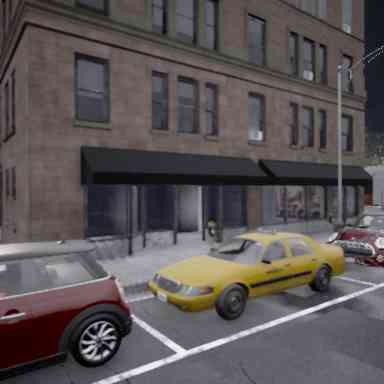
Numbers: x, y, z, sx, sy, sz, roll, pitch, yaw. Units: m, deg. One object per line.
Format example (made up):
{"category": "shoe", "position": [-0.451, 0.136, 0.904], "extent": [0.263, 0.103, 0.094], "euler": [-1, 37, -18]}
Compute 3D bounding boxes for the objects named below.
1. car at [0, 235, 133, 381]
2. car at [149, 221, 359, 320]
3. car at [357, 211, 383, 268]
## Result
{"category": "car", "position": [-2.914, 1.442, 4.107], "extent": [4.097, 1.590, 1.967], "euler": [-1, 0, -35]}
{"category": "car", "position": [1.441, 1.488, 7.213], "extent": [4.829, 1.417, 1.752], "euler": [-1, 0, -35]}
{"category": "car", "position": [6.072, 1.361, 10.517], "extent": [4.097, 1.590, 1.967], "euler": [-1, 0, -35]}
